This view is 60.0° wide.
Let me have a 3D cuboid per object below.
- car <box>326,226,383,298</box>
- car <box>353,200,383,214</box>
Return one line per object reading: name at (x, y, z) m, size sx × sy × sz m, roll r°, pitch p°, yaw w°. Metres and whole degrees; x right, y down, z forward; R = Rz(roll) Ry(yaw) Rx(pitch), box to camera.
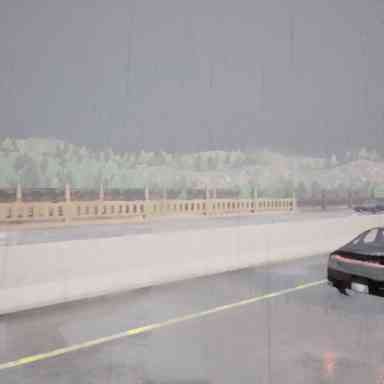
car at (4.976, 1.494, 7.358) m, size 4.902 × 1.511 × 2.128 m, roll 0°, pitch 0°, yaw -35°
car at (19.665, 1.552, 36.056) m, size 5.357 × 1.411 × 2.033 m, roll 0°, pitch 0°, yaw -37°
